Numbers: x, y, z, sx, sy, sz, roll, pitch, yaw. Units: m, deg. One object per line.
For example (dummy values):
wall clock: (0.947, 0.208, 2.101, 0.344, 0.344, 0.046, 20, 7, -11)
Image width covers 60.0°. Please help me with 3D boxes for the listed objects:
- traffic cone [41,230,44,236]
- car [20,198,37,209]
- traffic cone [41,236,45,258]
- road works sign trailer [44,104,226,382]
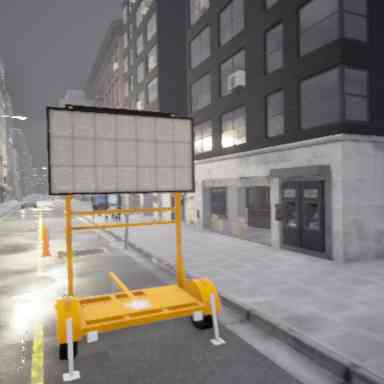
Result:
traffic cone: (-5.895, 1.942, 13.366, 0.340, 0.580, 0.340, -1, 1, -24)
car: (-21.938, 1.527, 44.827, 1.812, 1.442, 4.674, -1, 1, -24)
traffic cone: (-5.067, 1.943, 11.545, 0.340, 0.580, 0.340, -1, 1, -24)
road works sign trailer: (-1.138, 0.426, 5.642, 2.380, 3.560, 2.880, -1, 1, -24)
